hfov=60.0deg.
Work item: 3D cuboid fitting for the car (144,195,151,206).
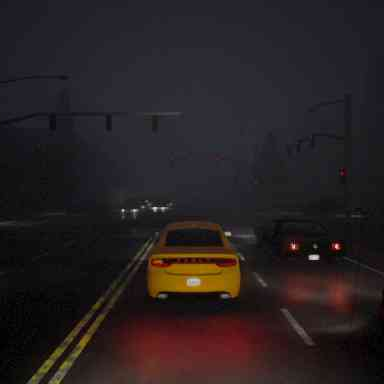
[{"bbox_3d":[-8.431,1.542,55.238,2.033,1.411,5.357,0,0,-1],"label":"car"}]

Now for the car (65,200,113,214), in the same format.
[{"bbox_3d":[-10.590,1.522,34.216,4.674,1.442,1.812,0,0,-3],"label":"car"}]

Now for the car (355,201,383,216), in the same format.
[{"bbox_3d":[18.770,1.544,32.211,5.357,1.411,2.033,0,0,-2],"label":"car"}]

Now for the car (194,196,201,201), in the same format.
[{"bbox_3d":[1.387,1.586,84.787,1.895,1.301,4.718,0,0,-1],"label":"car"}]

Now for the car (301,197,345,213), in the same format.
[{"bbox_3d":[14.080,1.348,35.576,4.553,1.767,2.097,0,0,-2],"label":"car"}]

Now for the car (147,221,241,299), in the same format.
[{"bbox_3d":[0.033,1.477,8.487,1.882,1.535,5.008,0,0,0],"label":"car"}]

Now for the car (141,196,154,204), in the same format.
[{"bbox_3d":[-8.645,1.541,65.394,2.033,1.411,5.357,0,0,-1],"label":"car"}]

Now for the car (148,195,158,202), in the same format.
[{"bbox_3d":[-8.878,1.463,75.606,1.882,1.535,5.008,0,0,-1],"label":"car"}]

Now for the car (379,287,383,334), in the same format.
[{"bbox_3d":[3.597,1.477,2.721,1.882,1.535,5.008,0,0,0],"label":"car"}]

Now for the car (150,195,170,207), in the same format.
[{"bbox_3d":[-4.803,1.559,50.397,1.994,1.385,4.181,0,0,-1],"label":"car"}]

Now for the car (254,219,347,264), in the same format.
[{"bbox_3d":[3.501,1.600,11.811,1.895,1.301,4.718,0,0,-1],"label":"car"}]

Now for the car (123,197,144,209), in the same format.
[{"bbox_3d":[-8.215,1.500,45.501,1.837,1.490,4.892,0,0,0],"label":"car"}]

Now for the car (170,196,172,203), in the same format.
[{"bbox_3d":[-5.051,1.346,60.630,2.097,1.767,4.553,0,0,-1],"label":"car"}]

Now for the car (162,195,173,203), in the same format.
[{"bbox_3d":[-5.253,1.517,70.845,2.128,1.511,4.902,0,0,-1],"label":"car"}]
